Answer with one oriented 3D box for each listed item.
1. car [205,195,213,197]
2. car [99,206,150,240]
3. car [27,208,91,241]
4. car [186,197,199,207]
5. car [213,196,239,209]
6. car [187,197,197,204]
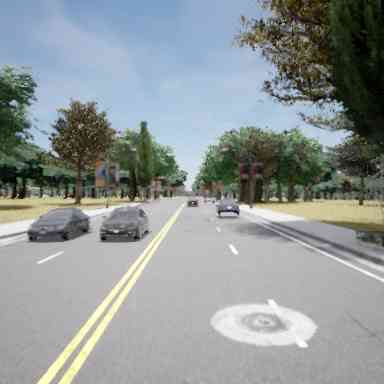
[{"bbox_3d":[3.257,1.321,62.252,2.033,1.649,4.856,0,0,0],"label":"car"},{"bbox_3d":[-3.323,1.526,17.080,1.837,1.490,4.892,0,0,0],"label":"car"},{"bbox_3d":[-6.572,1.545,16.997,1.812,1.442,4.674,0,0,0],"label":"car"},{"bbox_3d":[0.107,1.626,55.729,1.882,1.535,5.008,0,0,0],"label":"car"},{"bbox_3d":[3.254,1.323,30.744,1.994,1.385,4.181,0,0,0],"label":"car"},{"bbox_3d":[0.008,1.787,72.641,2.033,1.411,5.357,0,0,0],"label":"car"}]
